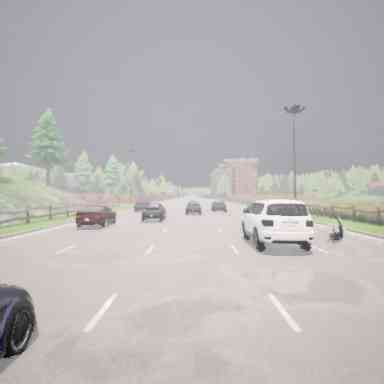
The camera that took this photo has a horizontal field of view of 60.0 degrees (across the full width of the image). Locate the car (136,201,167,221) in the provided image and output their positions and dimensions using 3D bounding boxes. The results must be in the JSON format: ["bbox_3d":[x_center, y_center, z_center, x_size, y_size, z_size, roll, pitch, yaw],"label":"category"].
[{"bbox_3d":[-3.347,1.779,29.873,2.128,1.511,4.902,0,0,0],"label":"car"}]

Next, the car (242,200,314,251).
[{"bbox_3d":[3.671,1.381,15.048,2.150,2.045,5.566,1,-1,0],"label":"car"}]

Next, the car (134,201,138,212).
[{"bbox_3d":[-6.839,1.934,46.278,2.128,1.511,4.902,0,-1,0],"label":"car"}]

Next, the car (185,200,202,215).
[{"bbox_3d":[0.163,1.872,39.695,2.128,1.511,4.902,0,-1,0],"label":"car"}]

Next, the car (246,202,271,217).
[{"bbox_3d":[7.162,1.874,36.237,1.812,1.442,4.674,0,0,0],"label":"car"}]

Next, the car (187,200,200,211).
[{"bbox_3d":[0.144,2.006,50.089,1.812,1.442,4.674,0,-1,-1],"label":"car"}]

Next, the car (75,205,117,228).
[{"bbox_3d":[-6.857,1.710,24.229,1.882,1.535,5.008,0,-1,0],"label":"car"}]

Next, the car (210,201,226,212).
[{"bbox_3d":[3.661,1.934,46.213,2.128,1.511,4.902,0,-1,0],"label":"car"}]

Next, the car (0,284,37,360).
[{"bbox_3d":[-3.395,1.598,3.462,1.994,1.385,4.181,0,-1,0],"label":"car"}]
